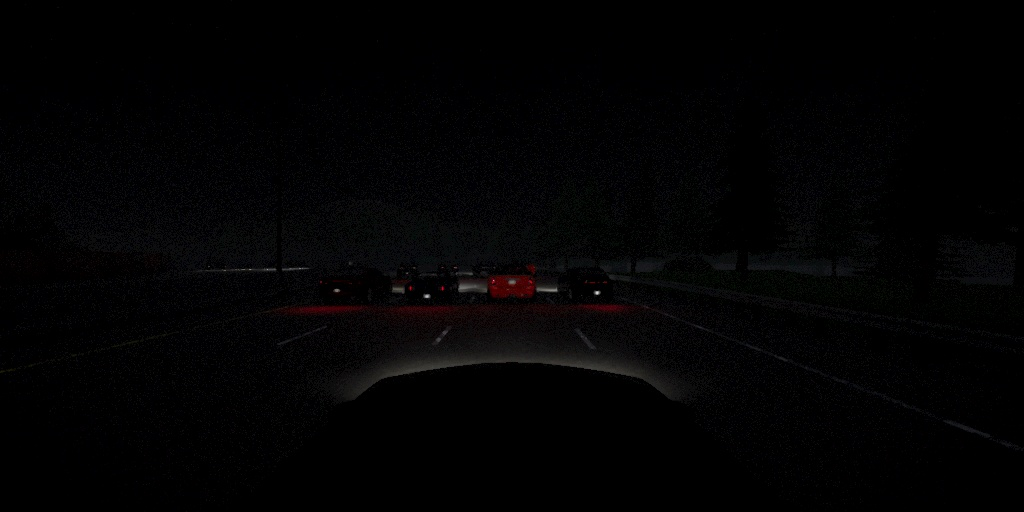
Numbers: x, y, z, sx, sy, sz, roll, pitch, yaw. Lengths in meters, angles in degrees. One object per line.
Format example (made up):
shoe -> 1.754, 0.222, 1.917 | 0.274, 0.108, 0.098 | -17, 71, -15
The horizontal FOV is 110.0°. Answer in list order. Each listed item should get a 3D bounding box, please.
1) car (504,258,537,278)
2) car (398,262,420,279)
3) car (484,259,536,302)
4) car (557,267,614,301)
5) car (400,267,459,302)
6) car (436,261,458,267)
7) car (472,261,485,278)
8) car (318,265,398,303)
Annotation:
car -> 0.764, 1.114, 35.142 | 2.097, 1.767, 4.553 | 0, 0, -14
car -> -9.424, 1.242, 32.599 | 2.128, 1.511, 4.902 | 0, 0, -14
car -> -0.088, 1.113, 17.027 | 2.097, 1.767, 4.553 | 0, 0, -3
car -> 3.407, 1.264, 17.217 | 1.837, 1.490, 4.892 | 0, 0, -3
car -> -3.588, 1.363, 16.928 | 1.895, 1.301, 4.718 | 0, 0, -3
car -> -6.030, 1.242, 33.456 | 2.128, 1.511, 4.902 | 0, 0, -14
car -> -2.637, 1.243, 34.314 | 2.128, 1.511, 4.902 | 0, 0, -14
car -> -7.083, 1.232, 16.738 | 1.882, 1.535, 5.008 | 0, 0, -3
